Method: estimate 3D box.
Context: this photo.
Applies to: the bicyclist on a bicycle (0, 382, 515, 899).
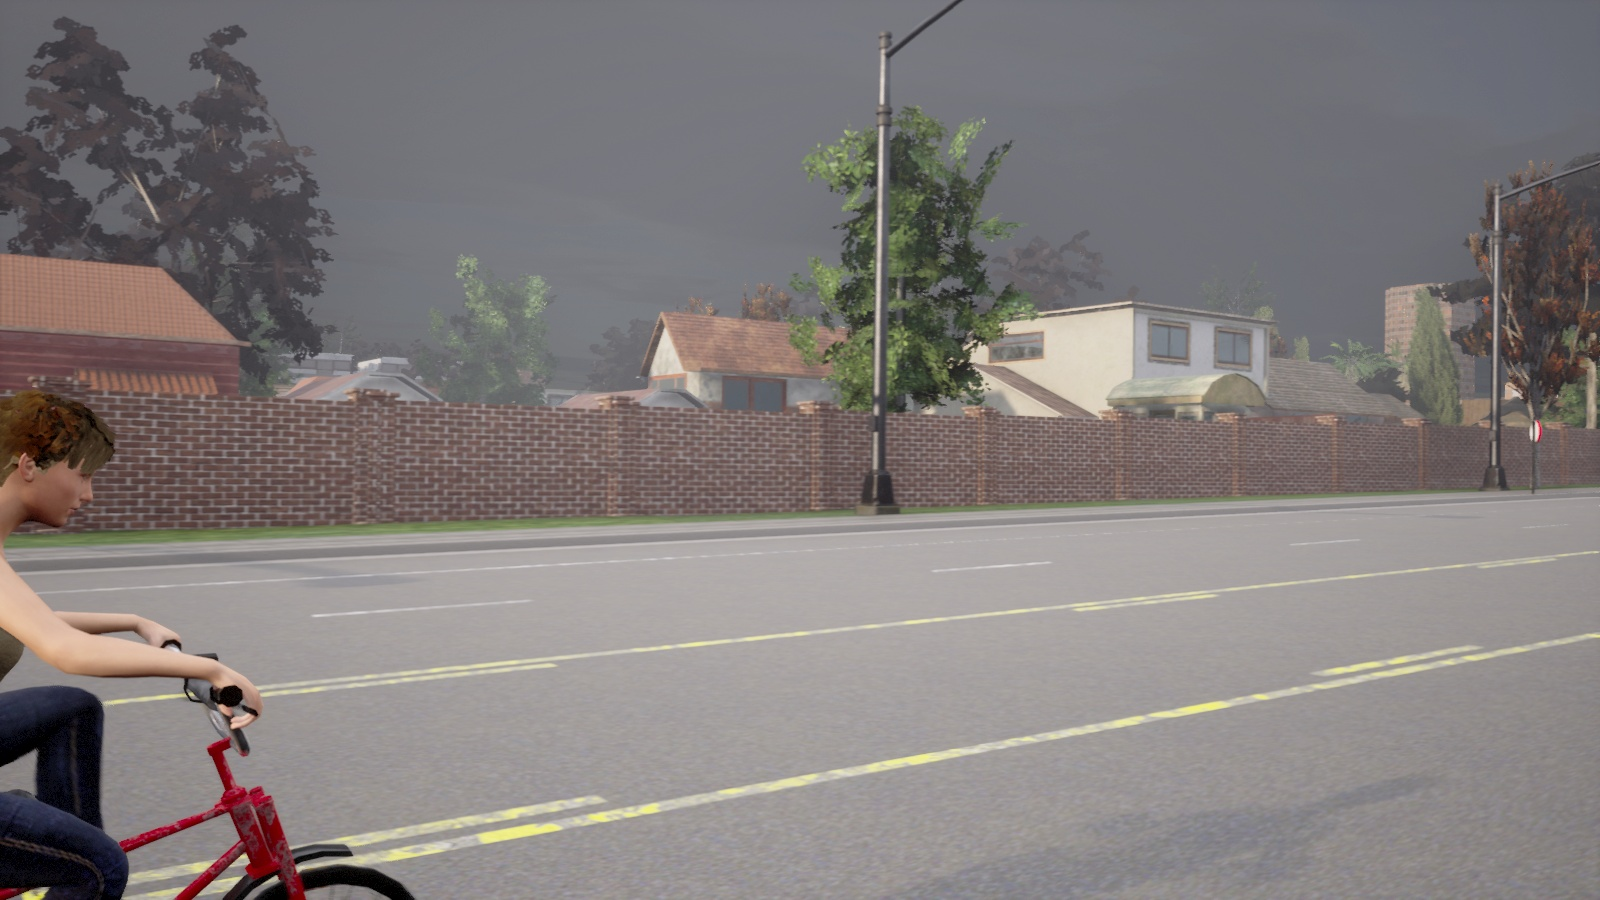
[{"bbox_3d":[-1.480,0.691,2.624,1.509,1.612,0.866,0,0,-35],"label":"bicyclist on a bicycle"}]
